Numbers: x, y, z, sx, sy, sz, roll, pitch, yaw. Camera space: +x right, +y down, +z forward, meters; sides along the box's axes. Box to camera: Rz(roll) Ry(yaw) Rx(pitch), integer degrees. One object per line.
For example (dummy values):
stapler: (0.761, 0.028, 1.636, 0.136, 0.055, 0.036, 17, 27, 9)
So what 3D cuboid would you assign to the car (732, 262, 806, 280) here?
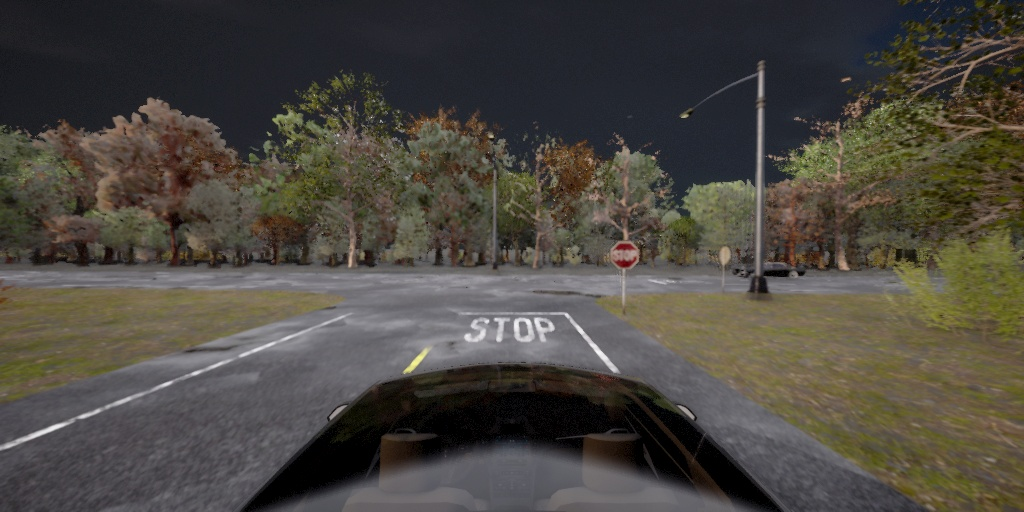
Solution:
car: (20.193, 1.165, 28.337, 4.718, 1.301, 1.895, 0, 1, 0)
